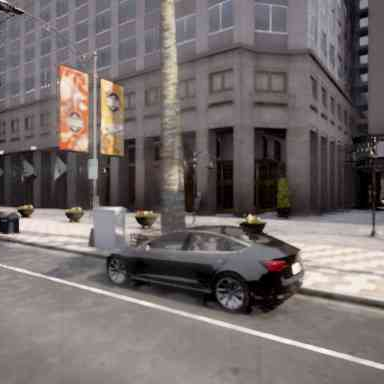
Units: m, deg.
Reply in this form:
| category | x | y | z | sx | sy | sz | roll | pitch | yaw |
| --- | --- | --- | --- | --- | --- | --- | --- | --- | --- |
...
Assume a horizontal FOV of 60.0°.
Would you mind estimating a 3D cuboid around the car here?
| category | x | y | z | sx | sy | sz | roll | pitch | yaw |
| --- | --- | --- | --- | --- | --- | --- | --- | --- | --- |
| car | 0.080 | 1.506 | 7.727 | 4.786 | 1.482 | 2.161 | 0 | 0 | 35 |
